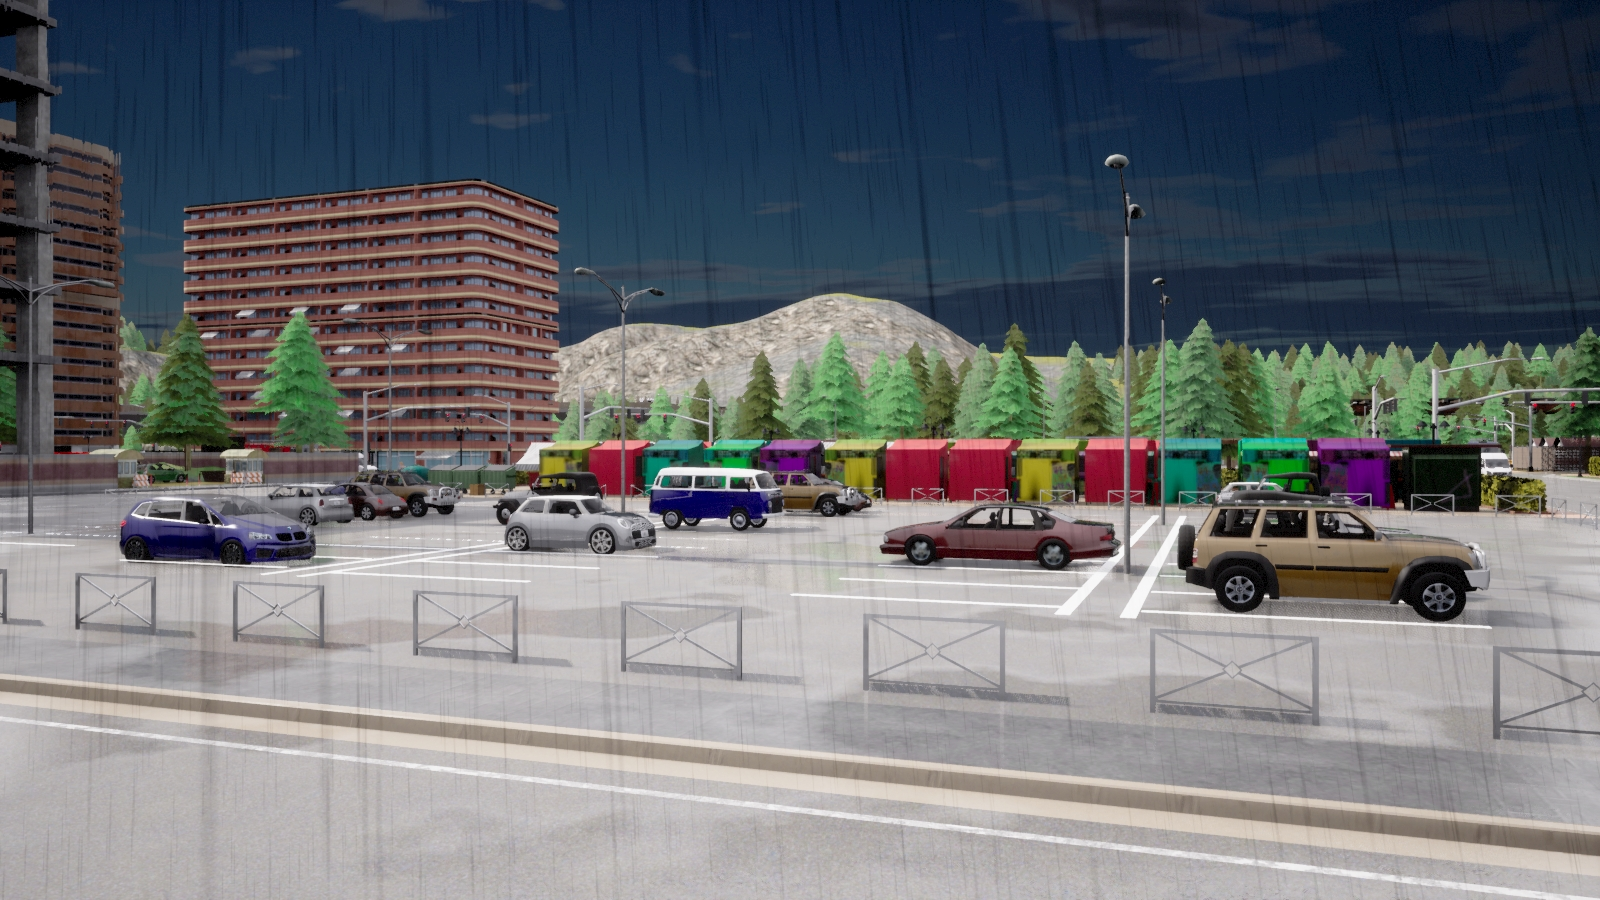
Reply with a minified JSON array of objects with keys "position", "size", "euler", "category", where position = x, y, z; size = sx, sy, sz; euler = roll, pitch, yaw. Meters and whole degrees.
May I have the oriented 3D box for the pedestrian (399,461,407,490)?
[{"position":[-25.665,1.643,73.873],"size":[0.375,1.860,0.375],"euler":[0,0,20],"category":"pedestrian"}]
